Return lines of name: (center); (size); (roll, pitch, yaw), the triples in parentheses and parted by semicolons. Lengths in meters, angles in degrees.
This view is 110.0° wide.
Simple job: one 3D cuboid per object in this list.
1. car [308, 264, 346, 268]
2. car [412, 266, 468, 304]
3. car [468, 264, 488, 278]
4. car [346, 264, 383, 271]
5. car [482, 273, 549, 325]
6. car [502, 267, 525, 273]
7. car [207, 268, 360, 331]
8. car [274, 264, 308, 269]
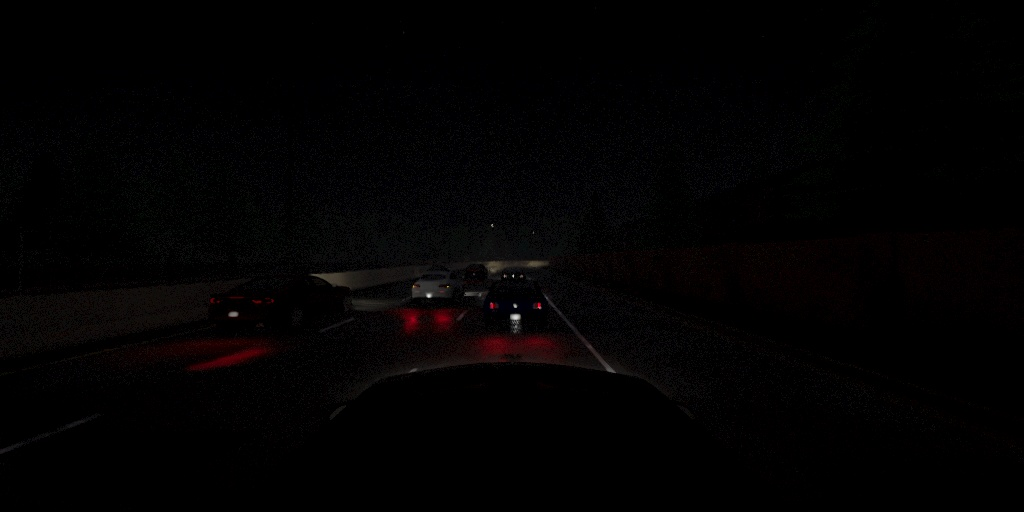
car: (-17.586, 1.525, 35.407); (1.837, 1.490, 4.892); (0, 0, 0)
car: (-3.399, 1.398, 17.001); (1.812, 1.442, 4.674); (0, 0, 0)
car: (-3.399, 1.492, 34.684); (1.882, 1.535, 5.008); (0, 0, 0)
car: (-14.087, 1.525, 35.420); (1.837, 1.490, 4.892); (0, 0, 0)
car: (0.100, 1.435, 12.224); (1.895, 1.301, 4.718); (0, 0, 0)
car: (0.100, 1.573, 29.327); (1.895, 1.301, 4.718); (0, 0, 0)
car: (-6.899, 1.305, 11.358); (1.882, 1.535, 5.008); (0, 0, 0)
car: (-21.087, 1.499, 33.922); (2.128, 1.511, 4.902); (0, 0, 0)
